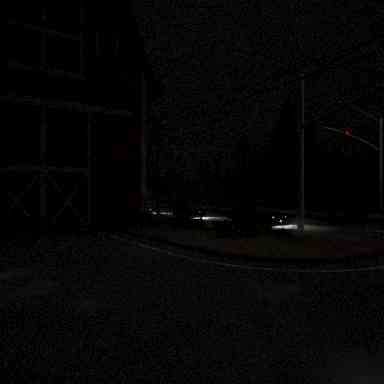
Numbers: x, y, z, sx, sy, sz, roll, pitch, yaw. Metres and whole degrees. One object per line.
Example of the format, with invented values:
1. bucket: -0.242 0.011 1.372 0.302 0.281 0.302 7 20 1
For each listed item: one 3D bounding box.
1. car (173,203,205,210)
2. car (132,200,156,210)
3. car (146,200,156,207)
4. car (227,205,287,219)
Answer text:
1. car: -0.365 1.789 33.942 1.994 1.385 4.181 0 0 -34
2. car: -7.350 1.890 50.681 1.994 1.385 4.181 0 0 -34
3. car: -6.321 1.881 42.640 1.895 1.301 4.718 0 0 -34
4. car: 4.918 1.723 26.225 2.033 1.411 5.357 0 0 -34
